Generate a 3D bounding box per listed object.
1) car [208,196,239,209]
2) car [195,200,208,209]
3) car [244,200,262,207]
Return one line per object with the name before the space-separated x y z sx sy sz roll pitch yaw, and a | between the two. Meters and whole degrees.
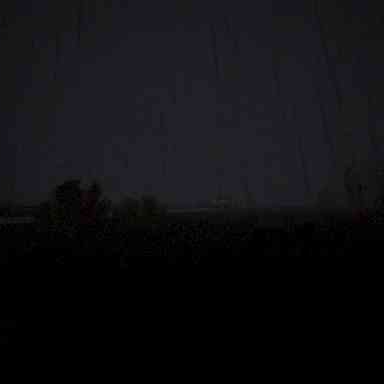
car | 5.644 1.744 55.346 2.150 2.045 5.566 -1 -1 38
car | 2.796 2.133 57.540 2.033 1.411 5.357 -1 -1 36
car | 11.858 2.243 64.056 1.895 1.301 4.718 -1 -1 36
